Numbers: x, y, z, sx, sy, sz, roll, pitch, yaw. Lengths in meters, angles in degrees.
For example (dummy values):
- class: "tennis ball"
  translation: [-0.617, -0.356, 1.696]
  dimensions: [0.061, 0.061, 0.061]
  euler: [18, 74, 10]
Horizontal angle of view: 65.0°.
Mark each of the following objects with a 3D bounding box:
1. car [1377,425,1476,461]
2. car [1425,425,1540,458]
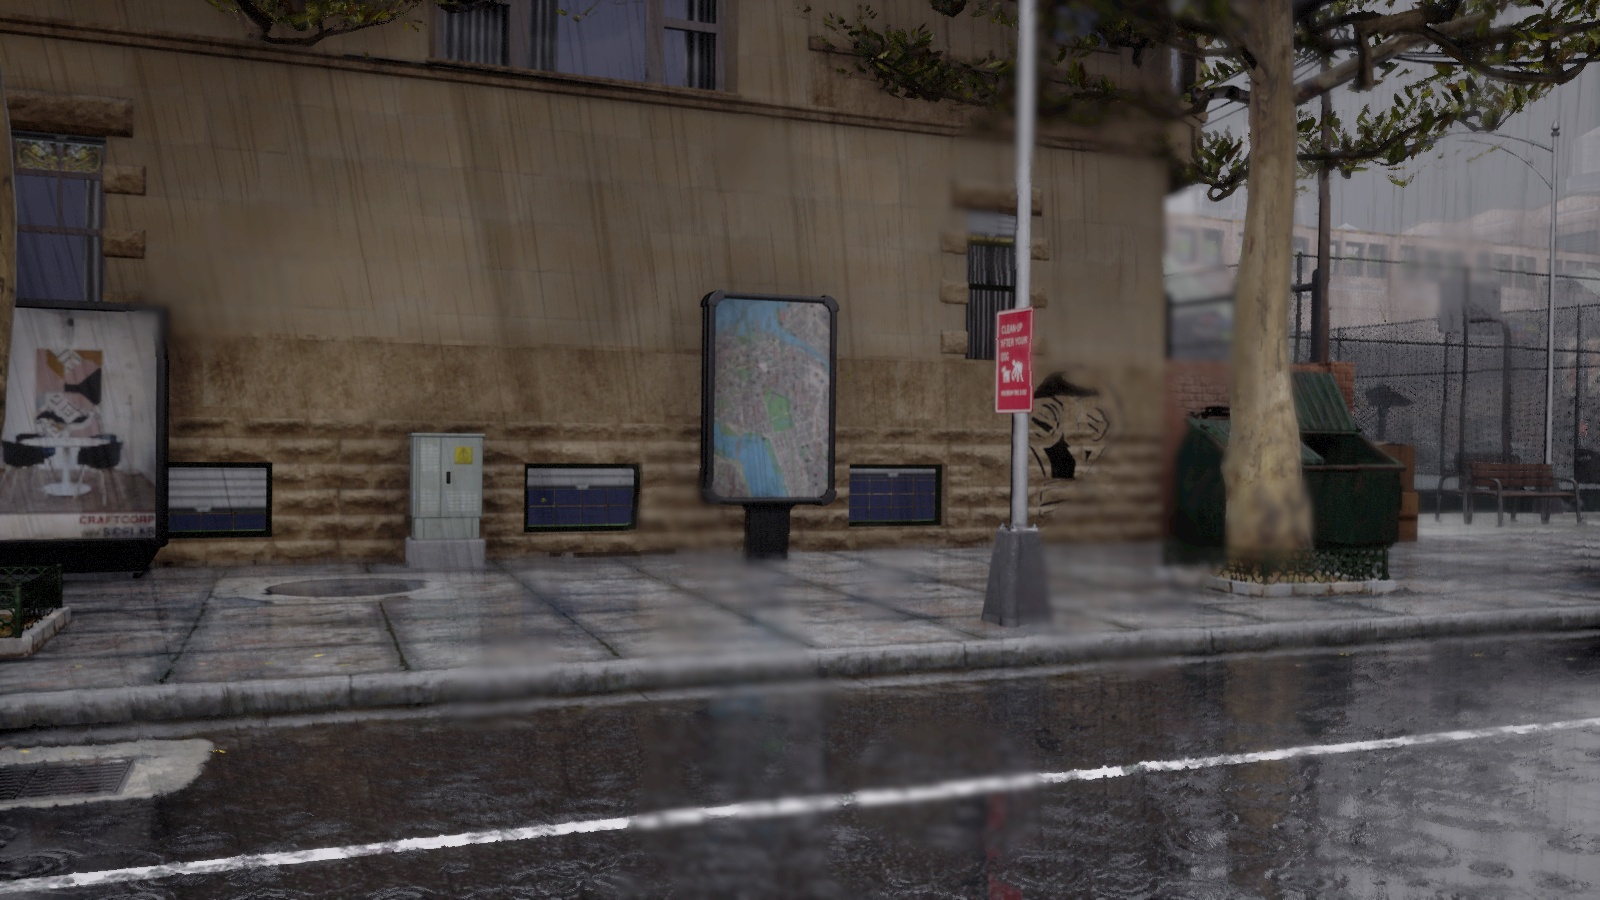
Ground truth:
- class: "car"
  translation: [27.607, -0.325, 55.451]
  dimensions: [1.789, 1.549, 3.705]
  euler: [-1, 1, -21]
- class: "car"
  translation: [33.022, -0.431, 60.897]
  dimensions: [1.837, 1.490, 4.892]
  euler: [-1, 1, -21]
